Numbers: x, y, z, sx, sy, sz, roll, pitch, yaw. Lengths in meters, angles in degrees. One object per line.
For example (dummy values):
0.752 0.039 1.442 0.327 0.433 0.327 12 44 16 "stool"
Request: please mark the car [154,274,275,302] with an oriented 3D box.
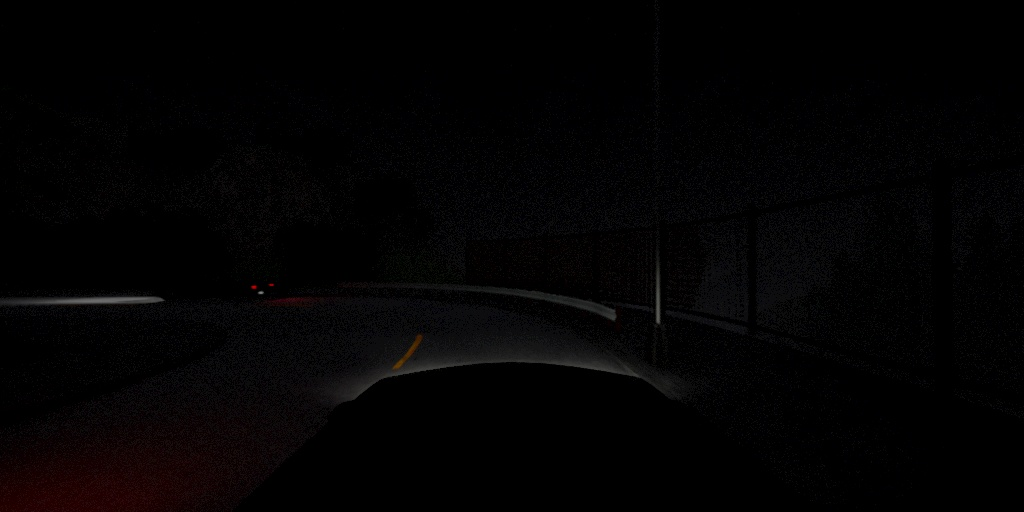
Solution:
-14.795 1.556 17.963 4.718 1.301 1.895 0 -1 -1 "car"
